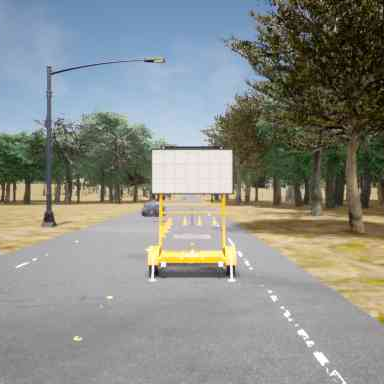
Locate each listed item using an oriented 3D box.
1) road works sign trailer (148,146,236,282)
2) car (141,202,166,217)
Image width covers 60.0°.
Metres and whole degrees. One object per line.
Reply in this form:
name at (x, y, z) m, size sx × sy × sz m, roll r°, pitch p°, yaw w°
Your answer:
road works sign trailer at (0.008, 0.468, 9.784) m, size 2.380 × 3.560 × 2.880 m, roll 0°, pitch 0°, yaw 0°
car at (-3.599, 1.599, 31.518) m, size 1.994 × 1.385 × 4.181 m, roll 0°, pitch 0°, yaw 0°
